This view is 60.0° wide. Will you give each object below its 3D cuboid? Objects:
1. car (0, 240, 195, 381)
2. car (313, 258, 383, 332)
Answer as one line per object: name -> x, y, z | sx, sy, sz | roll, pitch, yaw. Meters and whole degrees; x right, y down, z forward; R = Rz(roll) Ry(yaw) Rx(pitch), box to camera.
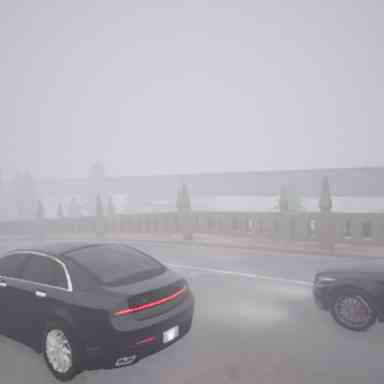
car -> -2.238, 1.578, 5.590 | 4.892, 1.490, 1.837 | -1, -1, 36
car -> 4.352, 1.519, 5.187 | 4.674, 1.442, 1.812 | 0, 0, 36
